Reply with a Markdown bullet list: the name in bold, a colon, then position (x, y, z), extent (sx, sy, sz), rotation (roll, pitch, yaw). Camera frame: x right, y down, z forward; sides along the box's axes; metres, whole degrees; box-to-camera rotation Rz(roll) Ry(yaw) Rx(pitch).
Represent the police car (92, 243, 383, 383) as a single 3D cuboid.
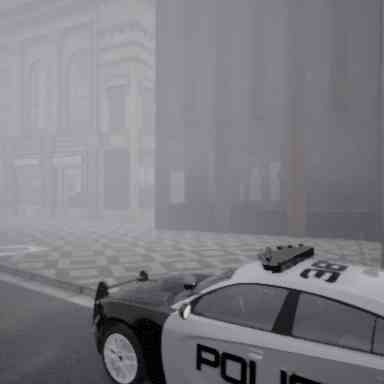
- **police car**: position (0.927, 1.437, 3.688), extent (5.238, 1.638, 1.930), rotation (0, 0, 35)
